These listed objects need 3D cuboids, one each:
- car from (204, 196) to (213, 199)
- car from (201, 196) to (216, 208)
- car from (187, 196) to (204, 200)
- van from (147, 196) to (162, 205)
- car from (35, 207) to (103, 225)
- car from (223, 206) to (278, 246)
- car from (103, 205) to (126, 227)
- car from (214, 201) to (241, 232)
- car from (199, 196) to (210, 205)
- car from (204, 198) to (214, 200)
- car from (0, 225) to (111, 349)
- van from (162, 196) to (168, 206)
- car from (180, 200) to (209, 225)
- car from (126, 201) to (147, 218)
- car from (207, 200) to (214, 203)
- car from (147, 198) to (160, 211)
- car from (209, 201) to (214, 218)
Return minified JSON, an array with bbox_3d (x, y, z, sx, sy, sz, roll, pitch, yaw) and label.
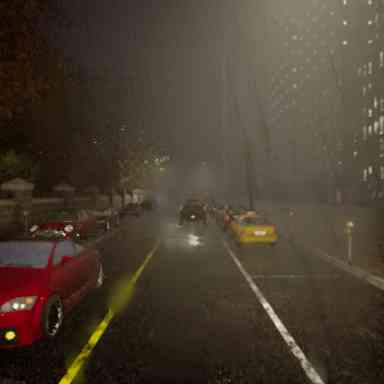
[{"bbox_3d":[2.625,1.770,49.160,1.752,1.417,4.829,0,0,0],"label":"car"},{"bbox_3d":[2.618,1.590,54.624,2.192,1.841,5.009,0,0,0],"label":"car"},{"bbox_3d":[0.046,1.554,41.493,2.097,1.767,4.553,0,0,0],"label":"car"},{"bbox_3d":[-5.755,1.584,48.980,1.690,1.788,3.998,0,0,0],"label":"van"},{"bbox_3d":[-5.712,1.505,15.188,1.967,1.590,4.097,0,0,0],"label":"car"},{"bbox_3d":[2.668,1.591,15.368,1.752,1.417,4.829,0,0,0],"label":"car"},{"bbox_3d":[-5.719,1.642,20.818,2.008,1.369,4.403,0,0,0],"label":"car"},{"bbox_3d":[2.661,1.531,20.830,1.967,1.590,4.097,0,0,0],"label":"car"},{"bbox_3d":[2.595,1.691,71.521,2.192,1.841,5.009,0,0,0],"label":"car"},{"bbox_3d":[2.639,1.727,37.726,1.887,1.381,4.507,0,0,0],"label":"car"},{"bbox_3d":[-3.109,1.591,6.369,1.994,1.385,4.181,0,0,0],"label":"car"},{"bbox_3d":[-5.769,1.648,60.245,1.690,1.788,3.998,0,0,0],"label":"van"},{"bbox_3d":[0.066,1.592,25.424,1.882,1.535,5.008,0,0,0],"label":"car"},{"bbox_3d":[-5.734,1.733,32.082,1.802,1.307,4.206,0,0,0],"label":"car"},{"bbox_3d":[2.647,1.717,32.093,1.947,1.339,4.313,0,0,0],"label":"car"},{"bbox_3d":[-5.748,1.778,43.348,1.947,1.339,4.313,0,0,0],"label":"car"},{"bbox_3d":[2.653,1.665,26.461,1.887,1.381,4.507,0,0,0],"label":"car"}]
